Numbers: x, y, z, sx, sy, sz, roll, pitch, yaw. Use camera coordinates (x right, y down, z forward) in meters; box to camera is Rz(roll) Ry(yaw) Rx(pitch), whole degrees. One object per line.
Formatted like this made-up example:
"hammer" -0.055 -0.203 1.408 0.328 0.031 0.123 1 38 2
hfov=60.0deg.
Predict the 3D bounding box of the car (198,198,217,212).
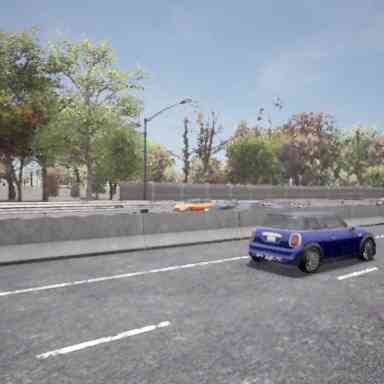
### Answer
"car" 3.397 1.584 32.204 4.902 1.511 2.128 0 0 -35

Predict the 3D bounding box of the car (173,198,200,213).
"car" 0.267 1.437 33.705 4.553 1.767 2.097 0 0 -38

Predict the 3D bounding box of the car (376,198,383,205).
"car" 34.262 1.821 58.390 4.902 1.511 2.128 0 0 -35

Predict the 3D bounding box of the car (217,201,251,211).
"car" 5.108 1.639 29.127 5.357 1.411 2.033 0 0 -36

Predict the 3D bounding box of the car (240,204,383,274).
"car" 4.044 1.392 10.934 4.553 1.767 2.097 0 0 -35

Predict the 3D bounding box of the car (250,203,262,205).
"car" 6.970 1.654 26.154 4.181 1.385 1.994 0 0 -35
